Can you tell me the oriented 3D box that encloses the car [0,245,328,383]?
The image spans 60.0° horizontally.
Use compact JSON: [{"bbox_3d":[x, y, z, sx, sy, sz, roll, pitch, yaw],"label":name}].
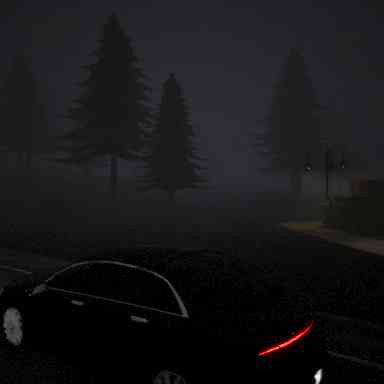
[{"bbox_3d":[-0.781,1.503,4.545,4.892,1.490,1.837,-1,0,36],"label":"car"}]
